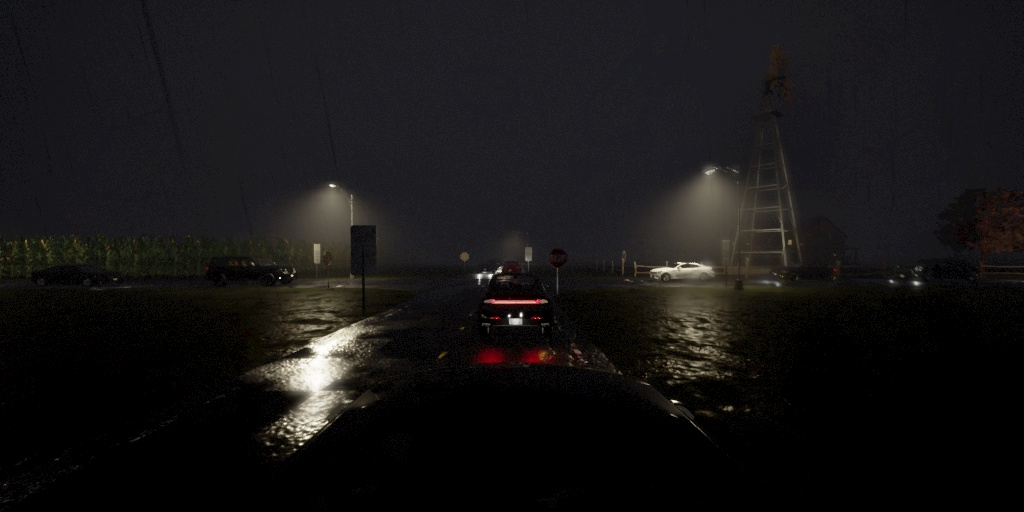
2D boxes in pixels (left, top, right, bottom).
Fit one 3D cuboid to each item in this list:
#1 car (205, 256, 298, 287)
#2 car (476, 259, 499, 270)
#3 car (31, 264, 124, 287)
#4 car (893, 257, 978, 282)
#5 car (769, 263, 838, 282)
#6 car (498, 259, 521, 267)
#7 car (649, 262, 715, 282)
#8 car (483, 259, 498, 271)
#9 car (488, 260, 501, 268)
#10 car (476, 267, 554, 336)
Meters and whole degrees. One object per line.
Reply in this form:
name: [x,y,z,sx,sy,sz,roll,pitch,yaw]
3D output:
car: [-18.156,1.040,25.087,5.566,2.045,2.150,0,1,0]
car: [-2.927,1.287,41.529,1.994,1.385,4.181,0,0,1]
car: [-30.267,1.341,25.087,5.008,1.535,1.882,0,1,0]
car: [31.772,0.954,27.016,4.553,1.767,2.097,0,1,2]
car: [22.141,1.201,27.340,4.181,1.385,1.994,0,1,2]
car: [-0.030,1.253,37.661,1.812,1.442,4.674,0,0,4]
car: [13.015,1.194,27.563,4.674,1.442,1.812,0,1,0]
car: [-2.934,1.217,50.429,1.837,1.490,4.892,0,0,0]
car: [-2.941,1.300,59.835,1.895,1.301,4.718,0,0,0]
car: [0.094,1.239,10.367,2.128,1.511,4.902,0,0,0]
